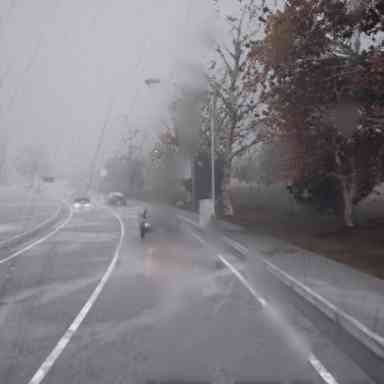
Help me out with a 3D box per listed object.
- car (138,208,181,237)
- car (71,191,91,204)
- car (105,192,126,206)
[{"bbox_3d":[-1.845,1.484,17.383,1.895,1.301,4.718,0,1,-11],"label":"car"},{"bbox_3d":[-13.760,0.584,40.878,2.033,1.411,5.357,1,2,-26],"label":"car"},{"bbox_3d":[-9.108,0.757,39.471,1.837,1.490,4.892,1,2,-24],"label":"car"}]
